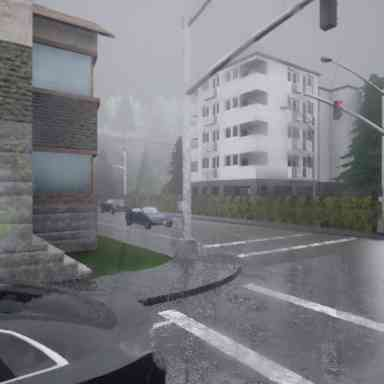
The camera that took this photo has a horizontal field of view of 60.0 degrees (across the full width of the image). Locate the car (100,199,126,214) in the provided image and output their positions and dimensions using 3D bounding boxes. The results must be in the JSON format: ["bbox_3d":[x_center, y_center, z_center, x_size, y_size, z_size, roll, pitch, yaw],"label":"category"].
[{"bbox_3d":[-8.777,1.522,37.599,2.097,1.767,4.553,0,0,-35],"label":"car"}]

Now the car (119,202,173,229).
[{"bbox_3d":[-3.128,1.697,23.316,1.812,1.442,4.674,0,0,-36],"label":"car"}]

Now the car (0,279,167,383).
[{"bbox_3d":[-2.501,1.505,2.087,4.892,1.490,1.837,0,1,-35],"label":"car"}]
